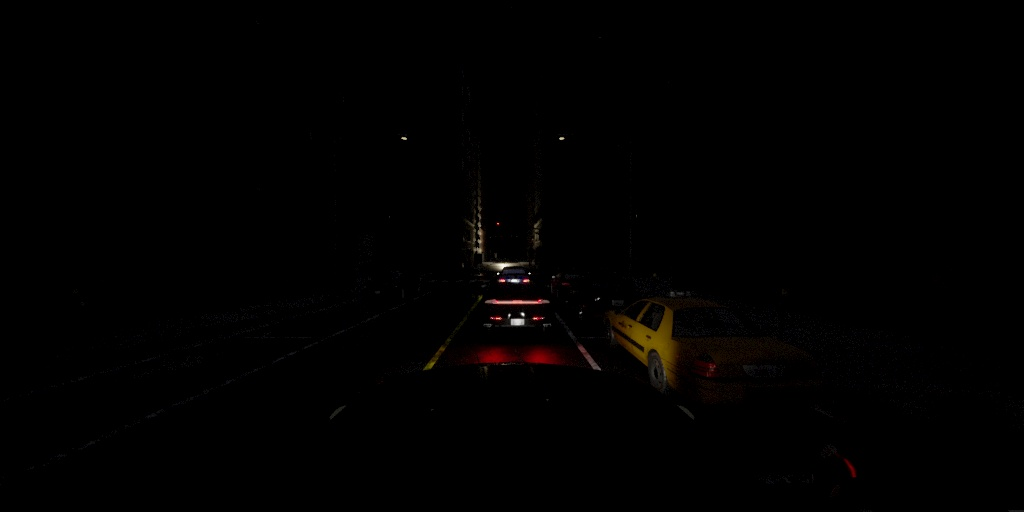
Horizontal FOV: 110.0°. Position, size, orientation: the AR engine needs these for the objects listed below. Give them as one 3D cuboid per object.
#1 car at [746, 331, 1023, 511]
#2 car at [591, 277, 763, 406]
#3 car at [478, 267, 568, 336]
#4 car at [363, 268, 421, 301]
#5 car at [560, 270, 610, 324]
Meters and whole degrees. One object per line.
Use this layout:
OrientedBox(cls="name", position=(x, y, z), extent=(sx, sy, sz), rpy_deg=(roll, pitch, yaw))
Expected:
OrientedBox(cls="car", position=(2.872, 1.301, 0.628), extent=(2.007, 1.370, 4.403), rpy_deg=(0, 0, 0))
OrientedBox(cls="car", position=(2.876, 1.274, 6.384), extent=(1.751, 1.417, 4.829), rpy_deg=(0, 0, 0))
OrientedBox(cls="car", position=(0.107, 1.239, 10.326), extent=(2.128, 1.511, 4.902), rpy_deg=(0, 0, 0))
OrientedBox(cls="car", position=(-5.663, 1.290, 17.388), extent=(1.888, 1.381, 4.507), rpy_deg=(0, 0, 0))
OrientedBox(cls="car", position=(2.879, 1.312, 11.800), extent=(1.948, 1.339, 4.313), rpy_deg=(0, 0, 0))
